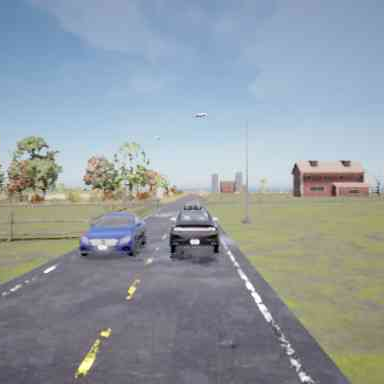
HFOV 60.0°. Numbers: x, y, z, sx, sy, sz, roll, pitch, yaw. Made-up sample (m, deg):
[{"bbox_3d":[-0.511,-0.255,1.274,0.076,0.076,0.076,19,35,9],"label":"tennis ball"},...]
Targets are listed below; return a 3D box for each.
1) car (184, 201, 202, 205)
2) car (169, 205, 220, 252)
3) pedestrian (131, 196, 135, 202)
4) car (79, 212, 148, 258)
[{"bbox_3d":[0.102,1.624,35.143,1.895,1.301,4.718,0,0,0],"label":"car"},{"bbox_3d":[0.100,1.500,13.846,2.128,1.511,4.902,0,0,0],"label":"car"},{"bbox_3d":[-12.155,1.466,68.413,0.375,1.860,0.375,0,1,0],"label":"pedestrian"},{"bbox_3d":[-2.859,1.534,13.010,1.812,1.442,4.674,0,0,0],"label":"car"}]
